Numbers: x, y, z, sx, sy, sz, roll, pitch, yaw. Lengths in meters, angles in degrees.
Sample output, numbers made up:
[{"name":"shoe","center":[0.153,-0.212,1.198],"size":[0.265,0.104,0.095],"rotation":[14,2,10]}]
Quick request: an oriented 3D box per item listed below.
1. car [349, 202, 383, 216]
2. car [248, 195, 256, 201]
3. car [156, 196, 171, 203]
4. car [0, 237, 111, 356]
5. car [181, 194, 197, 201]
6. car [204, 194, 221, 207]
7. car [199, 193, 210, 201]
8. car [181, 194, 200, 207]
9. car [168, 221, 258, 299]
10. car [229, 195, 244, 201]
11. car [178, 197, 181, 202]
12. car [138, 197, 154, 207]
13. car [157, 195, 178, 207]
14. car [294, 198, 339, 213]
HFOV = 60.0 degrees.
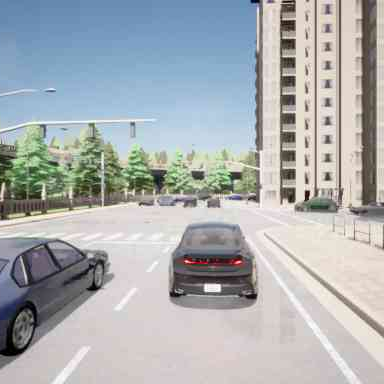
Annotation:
[{"name":"car","center":[18.355,1.656,33.188],"size":[4.718,1.301,1.895],"rotation":[0,0,3]},{"name":"car","center":[16.757,1.499,86.021],"size":[4.892,1.490,1.837],"rotation":[0,0,-29]},{"name":"car","center":[-5.926,1.510,69.119],"size":[2.128,1.511,4.902],"rotation":[0,0,6]},{"name":"car","center":[-3.138,1.547,6.033],"size":[2.033,1.411,5.357],"rotation":[0,0,4]},{"name":"car","center":[-0.788,1.354,83.024],"size":[2.097,1.767,4.553],"rotation":[0,0,29]},{"name":"car","center":[3.346,1.490,50.905],"size":[2.128,1.511,4.902],"rotation":[0,0,4]},{"name":"car","center":[2.580,1.224,81.817],"size":[2.150,2.045,5.566],"rotation":[0,0,34]},{"name":"car","center":[-0.142,1.504,51.203],"size":[1.837,1.490,4.892],"rotation":[0,0,4]},{"name":"car","center":[0.546,1.505,8.488],"size":[1.837,1.490,4.892],"rotation":[0,0,4]},{"name":"car","center":[11.532,1.523,86.595],"size":[4.674,1.442,1.812],"rotation":[0,0,-38]},{"name":"car","center":[-2.588,1.600,67.349],"size":[1.895,1.301,4.718],"rotation":[0,0,6]},{"name":"car","center":[-7.238,1.547,53.032],"size":[2.033,1.411,5.357],"rotation":[0,0,4]},{"name":"car","center":[-3.833,1.351,51.377],"size":[2.097,1.767,4.553],"rotation":[0,0,4]},{"name":"car","center":[13.758,1.409,36.988],"size":[4.553,1.767,2.097],"rotation":[0,0,5]}]
